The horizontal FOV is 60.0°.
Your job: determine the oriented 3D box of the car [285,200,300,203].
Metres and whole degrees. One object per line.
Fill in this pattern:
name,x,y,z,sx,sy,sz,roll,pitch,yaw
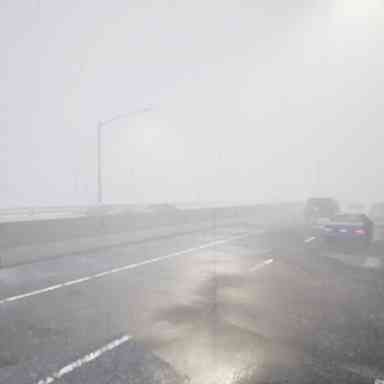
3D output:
car,19.439,2.199,61.406,2.033,1.411,5.357,-1,-1,33

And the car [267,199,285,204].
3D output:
car,16.439,2.183,63.207,1.837,1.490,4.892,-1,-1,33

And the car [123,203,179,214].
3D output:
car,-2.860,1.638,26.095,2.097,1.767,4.553,-1,-1,32

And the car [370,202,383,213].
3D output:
car,22.800,1.953,40.441,1.994,1.385,4.181,-1,-1,32

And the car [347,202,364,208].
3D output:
car,24.121,2.090,49.034,1.895,1.301,4.718,-1,-1,32

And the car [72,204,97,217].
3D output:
car,-8.553,1.849,30.199,1.837,1.490,4.892,-1,-1,32

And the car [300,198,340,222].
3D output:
car,11.298,1.500,28.688,2.150,2.045,5.566,-1,-1,32

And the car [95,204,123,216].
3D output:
car,-5.706,1.879,28.143,1.994,1.385,4.181,-1,-1,32

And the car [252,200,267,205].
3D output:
car,13.376,2.306,64.893,1.895,1.301,4.718,-1,-1,33

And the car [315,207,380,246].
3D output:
car,7.700,1.700,16.160,2.033,1.411,5.357,-1,-1,31
